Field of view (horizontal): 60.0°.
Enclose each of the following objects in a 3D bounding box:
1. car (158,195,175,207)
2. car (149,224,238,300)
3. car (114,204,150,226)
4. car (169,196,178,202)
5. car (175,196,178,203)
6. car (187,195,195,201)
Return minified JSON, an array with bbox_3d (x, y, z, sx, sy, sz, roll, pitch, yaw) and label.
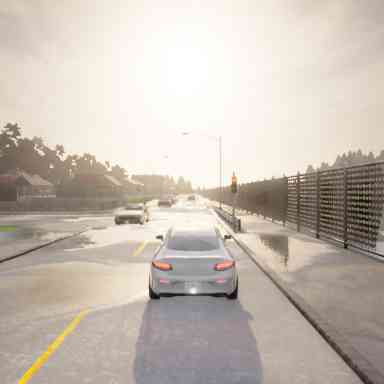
[{"bbox_3d":[-4.204,1.495,51.845,1.882,1.535,5.008,0,0,0],"label":"car"},{"bbox_3d":[0.037,1.528,8.302,1.812,1.442,4.674,0,0,0],"label":"car"},{"bbox_3d":[-4.150,1.555,23.883,2.033,1.411,5.357,0,0,0],"label":"car"},{"bbox_3d":[-4.158,1.548,74.188,1.812,1.442,4.674,0,0,0],"label":"car"},{"bbox_3d":[-4.195,1.372,61.775,2.097,1.767,4.553,0,0,0],"label":"car"},{"bbox_3d":[-0.189,1.506,86.425,1.882,1.535,5.008,0,0,0],"label":"car"}]
